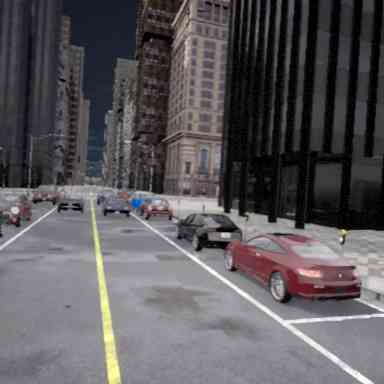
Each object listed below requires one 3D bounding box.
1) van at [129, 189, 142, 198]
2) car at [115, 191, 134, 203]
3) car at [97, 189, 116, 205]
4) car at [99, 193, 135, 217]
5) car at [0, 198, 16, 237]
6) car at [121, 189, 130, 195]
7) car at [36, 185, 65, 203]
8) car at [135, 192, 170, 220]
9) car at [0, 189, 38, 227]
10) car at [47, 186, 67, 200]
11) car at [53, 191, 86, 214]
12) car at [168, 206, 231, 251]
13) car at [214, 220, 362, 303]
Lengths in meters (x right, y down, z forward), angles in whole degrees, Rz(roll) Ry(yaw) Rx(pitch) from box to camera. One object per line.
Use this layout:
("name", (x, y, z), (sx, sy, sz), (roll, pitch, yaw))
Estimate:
("van", (-4.352, 0.872, 29.693), (1.690, 1.788, 3.998), (3, 0, -17))
("car", (-9.309, 0.673, 45.751), (2.008, 1.369, 4.403), (3, 0, -17))
("car", (-9.771, 0.497, 38.110), (2.097, 1.767, 4.553), (3, 0, -17))
("car", (-5.802, 1.074, 25.240), (1.895, 1.301, 4.718), (3, 0, -17))
("car", (-7.551, 1.030, 11.119), (1.947, 1.339, 4.313), (3, 0, -17))
("car", (-6.006, 0.834, 35.045), (1.967, 1.590, 4.097), (3, 0, -17))
("car", (-14.130, 0.234, 32.527), (2.192, 1.841, 5.009), (3, 0, -17))
("car", (-2.710, 1.107, 24.341), (1.967, 1.590, 4.097), (3, 0, -17))
("car", (-9.192, 0.768, 16.470), (1.967, 1.590, 4.097), (3, 0, -17))
("car", (-17.434, 0.087, 43.233), (1.967, 1.590, 4.097), (3, 0, -17))
("car", (-9.143, 0.871, 25.429), (1.895, 1.301, 4.718), (3, 0, -17))
("car", (0.579, 1.505, 13.639), (1.947, 1.339, 4.313), (3, 0, -17))
("car", (2.227, 1.658, 8.287), (1.802, 1.307, 4.206), (3, 0, -17))
